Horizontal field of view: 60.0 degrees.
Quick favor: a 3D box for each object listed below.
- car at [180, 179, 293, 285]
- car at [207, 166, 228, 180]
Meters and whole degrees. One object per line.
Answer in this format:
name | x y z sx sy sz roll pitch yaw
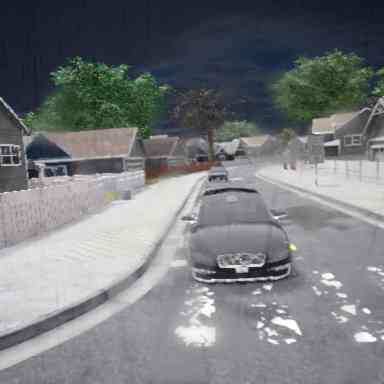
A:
car | 0.908 0.717 7.607 1.837 1.490 4.892 -3 6 4
car | 2.577 -1.843 33.085 2.033 1.411 5.357 -3 6 6
